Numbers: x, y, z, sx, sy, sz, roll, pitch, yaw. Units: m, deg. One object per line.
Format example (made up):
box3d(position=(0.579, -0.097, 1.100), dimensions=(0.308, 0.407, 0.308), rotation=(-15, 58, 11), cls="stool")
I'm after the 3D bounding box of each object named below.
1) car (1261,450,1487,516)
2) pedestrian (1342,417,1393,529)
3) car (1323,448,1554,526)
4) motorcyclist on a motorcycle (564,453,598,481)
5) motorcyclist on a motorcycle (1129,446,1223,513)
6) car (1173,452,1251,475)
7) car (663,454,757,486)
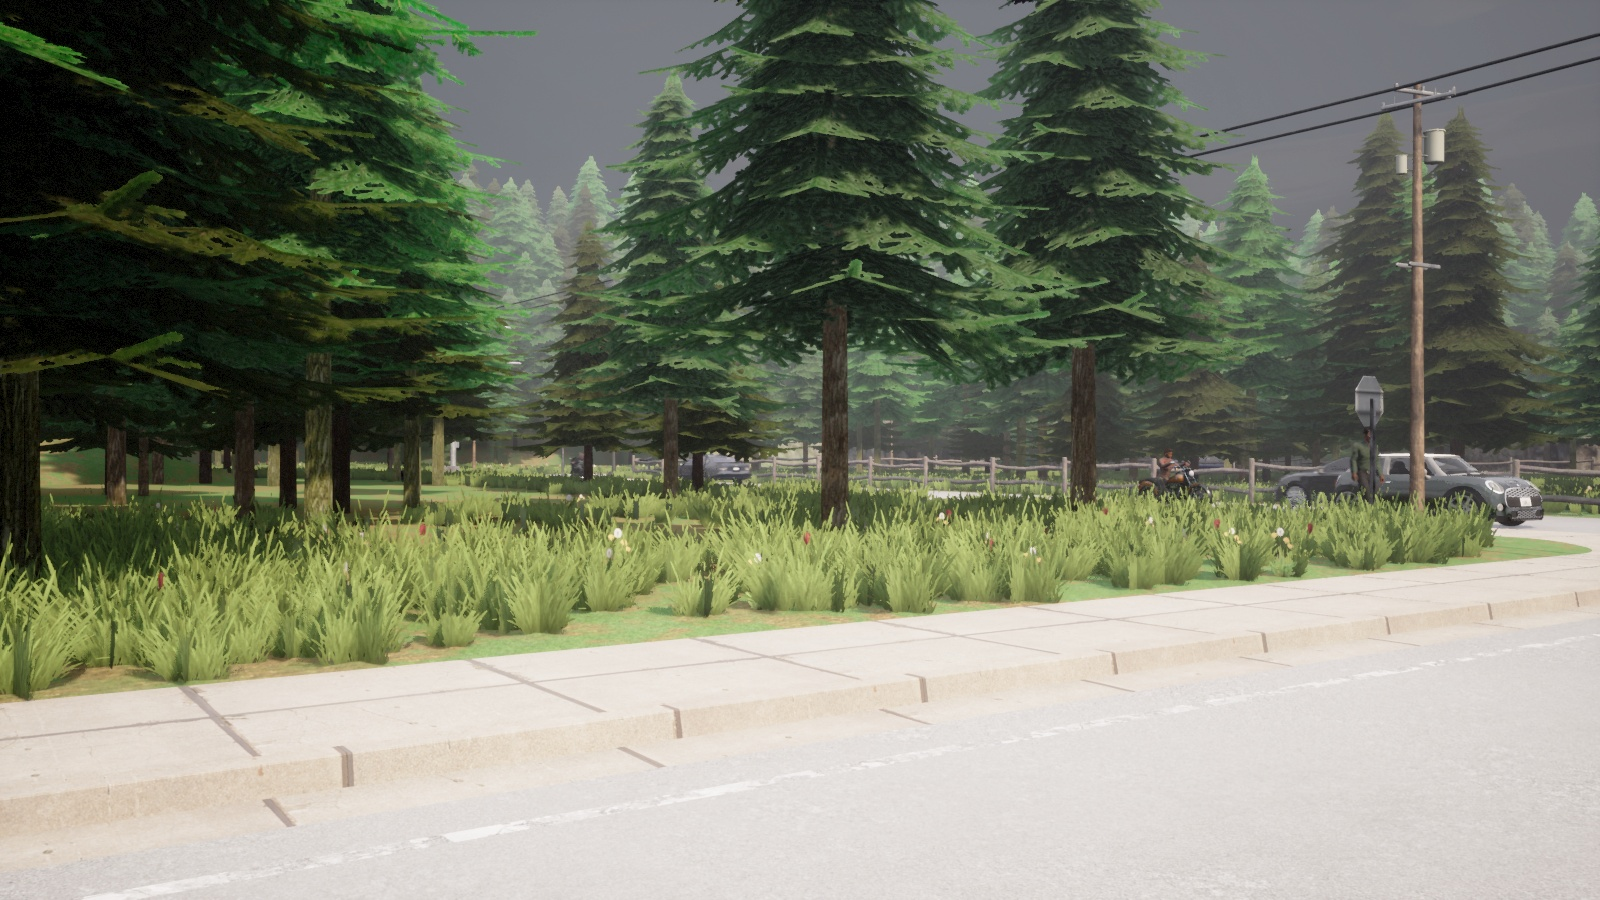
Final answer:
box3d(position=(14.103, 0.761, 31.155), dimensions=(1.837, 1.490, 4.892), rotation=(0, 0, -32), cls="car")
box3d(position=(10.121, 0.404, 22.420), dimensions=(0.423, 1.949, 0.788), rotation=(0, 0, -14), cls="pedestrian")
box3d(position=(13.154, 0.711, 26.059), dimensions=(1.970, 1.475, 3.806), rotation=(0, 0, -32), cls="car")
box3d(position=(-12.197, 0.950, 69.885), dimensions=(0.866, 1.530, 2.191), rotation=(0, 0, -42), cls="motorcyclist on a motorcycle")
box3d(position=(9.510, 0.718, 31.862), dimensions=(0.766, 1.649, 2.350), rotation=(0, 0, -32), cls="motorcyclist on a motorcycle")
box3d(position=(27.606, 0.892, 84.138), dimensions=(4.792, 1.488, 2.163), rotation=(0, 0, 23), cls="car")
box3d(position=(-4.306, 0.919, 59.015), dimensions=(2.033, 1.411, 5.357), rotation=(0, 0, -34), cls="car")
